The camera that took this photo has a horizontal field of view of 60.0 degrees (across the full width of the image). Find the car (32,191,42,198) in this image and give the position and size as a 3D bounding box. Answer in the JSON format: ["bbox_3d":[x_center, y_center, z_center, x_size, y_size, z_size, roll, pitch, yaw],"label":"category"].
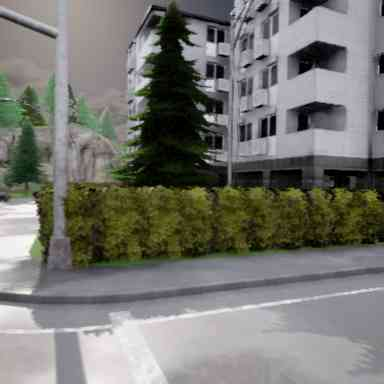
[{"bbox_3d":[-17.676,0.127,41.802,1.895,1.301,4.718,2,2,19],"label":"car"}]

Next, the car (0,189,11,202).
[{"bbox_3d":[-19.324,0.333,31.889,1.994,1.385,4.181,1,2,2],"label":"car"}]
